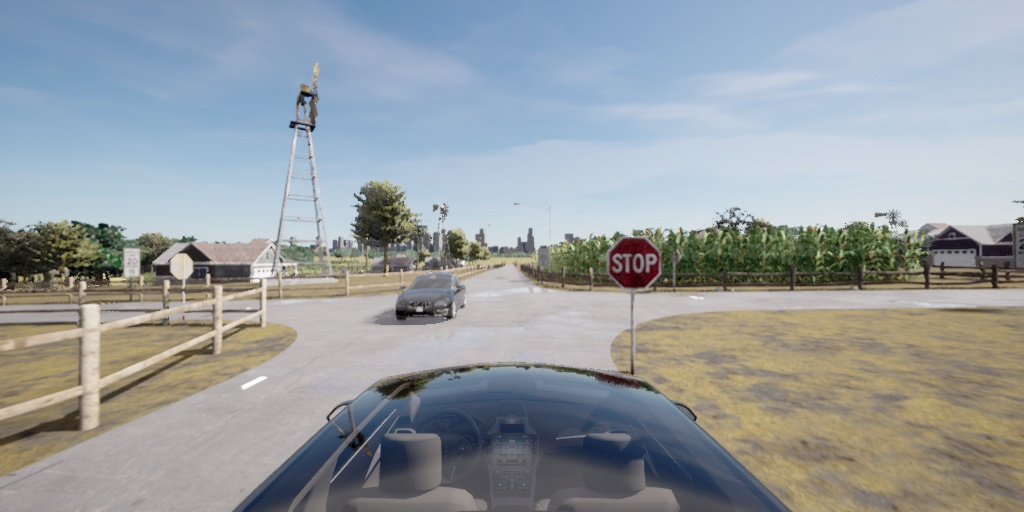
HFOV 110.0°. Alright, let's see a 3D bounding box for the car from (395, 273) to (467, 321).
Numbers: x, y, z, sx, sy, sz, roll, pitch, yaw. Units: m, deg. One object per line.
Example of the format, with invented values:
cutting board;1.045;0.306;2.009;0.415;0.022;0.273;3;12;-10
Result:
car;-2.796;1.395;13.203;1.837;1.490;4.892;-1;-1;0
